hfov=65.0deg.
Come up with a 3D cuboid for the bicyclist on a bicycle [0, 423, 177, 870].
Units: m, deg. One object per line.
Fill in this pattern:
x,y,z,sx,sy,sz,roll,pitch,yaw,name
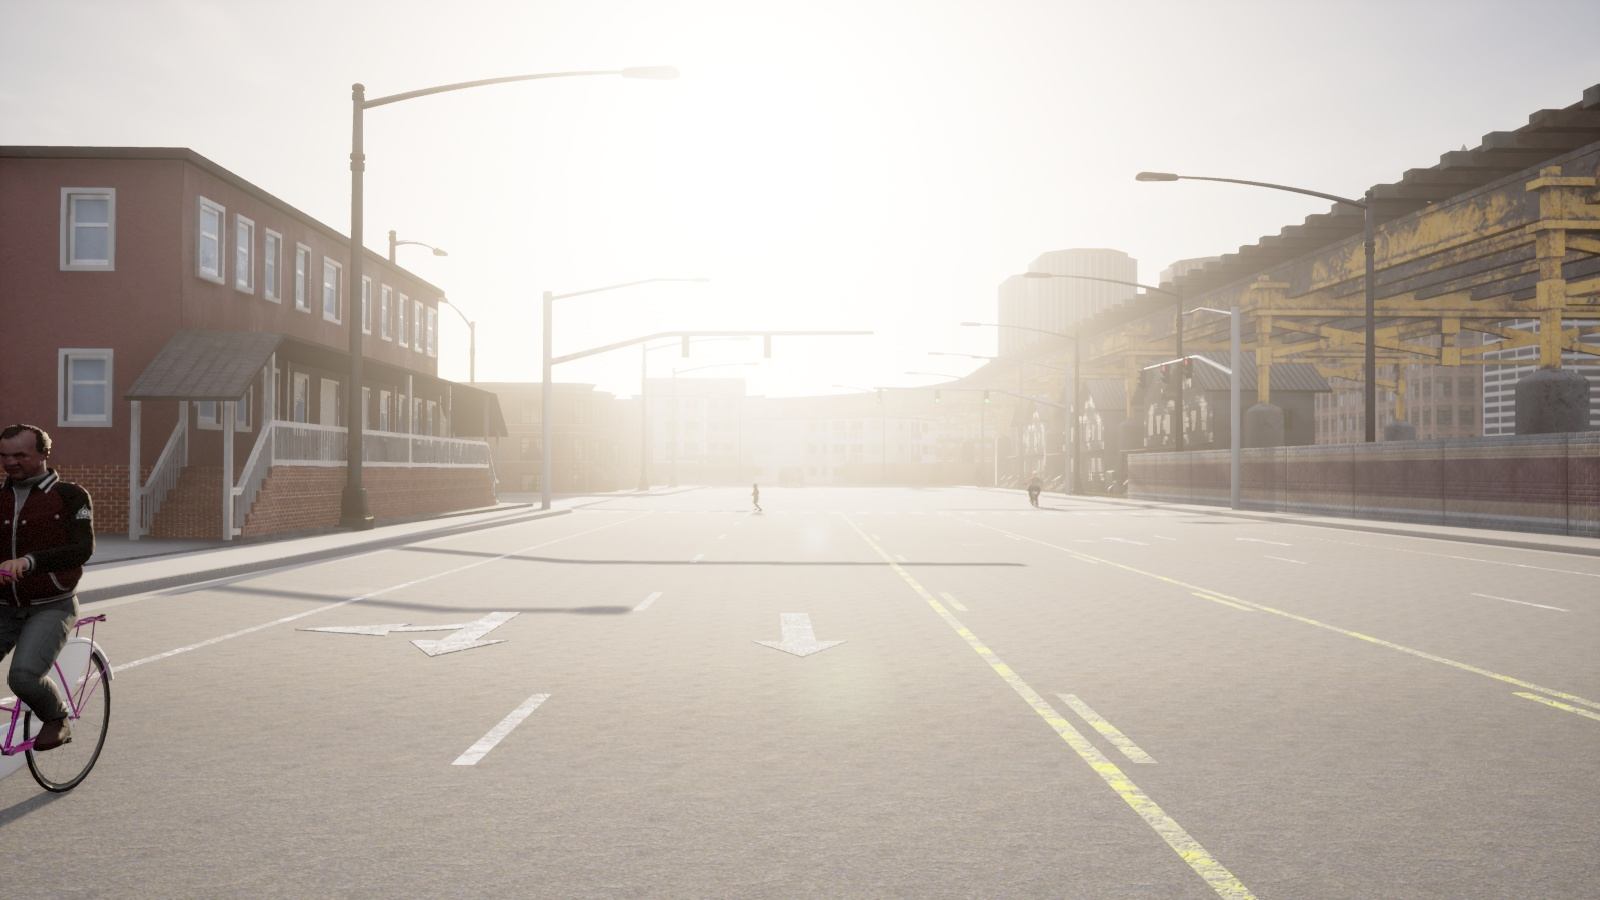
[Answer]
-3.513,0.791,5.486,0.659,1.776,1.843,0,-1,0,bicyclist on a bicycle
